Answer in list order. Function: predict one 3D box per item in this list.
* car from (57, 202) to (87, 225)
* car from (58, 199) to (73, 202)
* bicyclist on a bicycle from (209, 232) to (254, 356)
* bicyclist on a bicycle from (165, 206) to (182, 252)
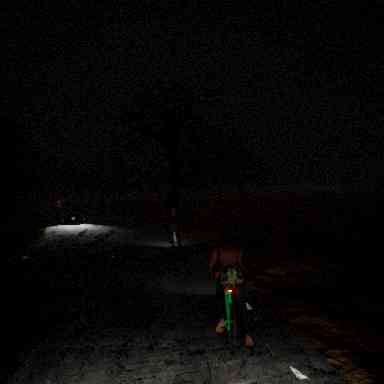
[{"bbox_3d":[-9.126,1.676,25.180,1.994,1.385,4.181,0,0,-24],"label":"car"},{"bbox_3d":[-21.717,1.966,58.106,1.895,1.301,4.718,0,-1,-26],"label":"car"},{"bbox_3d":[0.547,1.462,5.137,0.582,1.620,1.656,0,0,-1],"label":"bicyclist on a bicycle"},{"bbox_3d":[-0.754,1.420,13.167,0.659,1.776,1.843,0,0,-9],"label":"bicyclist on a bicycle"}]
